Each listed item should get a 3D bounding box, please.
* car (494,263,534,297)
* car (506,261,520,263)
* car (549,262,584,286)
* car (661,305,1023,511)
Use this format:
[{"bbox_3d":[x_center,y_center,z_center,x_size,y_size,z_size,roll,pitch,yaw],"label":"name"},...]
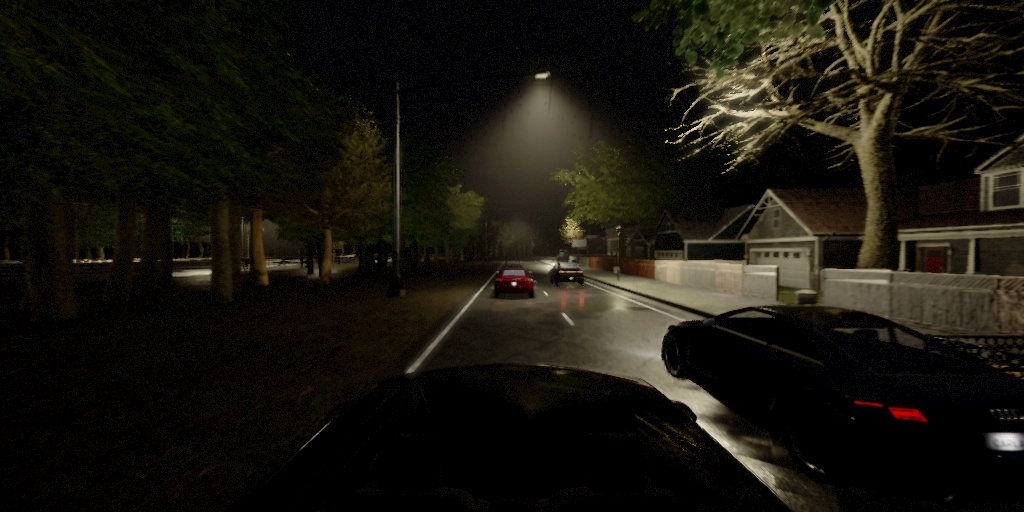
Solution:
[{"bbox_3d":[0.096,1.257,18.690,1.994,1.385,4.181,0,0,0],"label":"car"},{"bbox_3d":[0.094,1.157,37.928,1.895,1.301,4.718,0,0,0],"label":"car"},{"bbox_3d":[3.596,1.151,24.132,2.128,1.511,4.902,0,0,0],"label":"car"},{"bbox_3d":[3.598,1.309,4.610,1.994,1.385,4.181,0,0,0],"label":"car"}]
